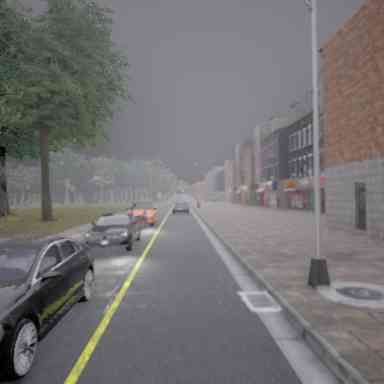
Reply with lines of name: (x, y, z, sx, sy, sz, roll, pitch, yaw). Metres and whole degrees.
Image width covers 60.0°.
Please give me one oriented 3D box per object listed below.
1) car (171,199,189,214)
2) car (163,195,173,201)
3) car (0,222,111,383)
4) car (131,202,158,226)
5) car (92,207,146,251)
car: (-1.313, 1.836, 39.570, 1.994, 1.385, 4.181, -1, -1, -2)
car: (-5.620, 1.651, 78.847, 2.150, 2.045, 5.566, -1, -1, -2)
car: (-3.003, 1.551, 5.563, 2.128, 1.511, 4.902, -1, 0, -2)
car: (-3.696, 1.524, 24.571, 2.097, 1.767, 4.553, -1, 0, -2)
car: (-3.340, 1.631, 14.721, 1.812, 1.442, 4.674, -1, 0, -2)
